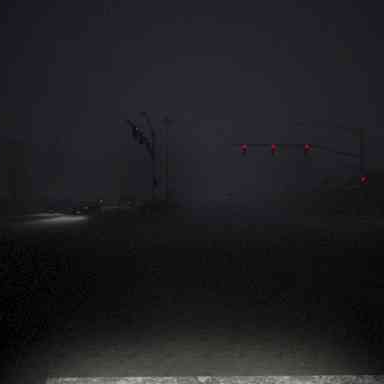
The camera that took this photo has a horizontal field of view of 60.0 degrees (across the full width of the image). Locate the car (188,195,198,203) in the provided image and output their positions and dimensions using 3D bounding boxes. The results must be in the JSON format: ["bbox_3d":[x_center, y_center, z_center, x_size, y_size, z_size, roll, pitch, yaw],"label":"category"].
[{"bbox_3d":[0.211,1.449,65.785,1.837,1.490,4.892,0,0,0],"label":"car"}]

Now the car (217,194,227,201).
[{"bbox_3d":[7.135,1.286,80.170,2.097,1.767,4.553,0,0,1],"label":"car"}]

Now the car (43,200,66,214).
[{"bbox_3d":[-14.040,1.518,35.830,2.033,1.411,5.357,0,0,0],"label":"car"}]

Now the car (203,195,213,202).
[{"bbox_3d":[3.631,1.457,78.214,2.128,1.511,4.902,0,0,0],"label":"car"}]

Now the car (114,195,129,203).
[{"bbox_3d":[-13.907,1.421,66.099,1.882,1.535,5.008,0,0,1],"label":"car"}]

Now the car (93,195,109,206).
[{"bbox_3d":[-14.007,1.310,50.043,2.097,1.767,4.553,0,0,0],"label":"car"}]

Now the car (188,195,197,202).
[{"bbox_3d":[0.131,1.485,78.185,1.994,1.385,4.181,0,0,0],"label":"car"}]

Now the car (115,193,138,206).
[{"bbox_3d":[-10.498,1.179,52.871,2.150,2.045,5.566,0,0,0],"label":"car"}]

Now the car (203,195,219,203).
[{"bbox_3d":[3.709,1.450,65.259,1.837,1.490,4.892,0,0,0],"label":"car"}]

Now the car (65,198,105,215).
[{"bbox_3d":[-10.545,1.575,33.101,1.895,1.301,4.718,0,0,0],"label":"car"}]

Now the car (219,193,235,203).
[{"bbox_3d":[7.208,1.166,65.537,2.150,2.045,5.566,0,0,0],"label":"car"}]

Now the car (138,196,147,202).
[{"bbox_3d":[-10.388,1.467,68.360,1.812,1.442,4.674,0,0,0],"label":"car"}]
